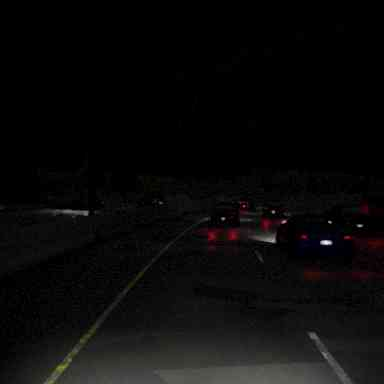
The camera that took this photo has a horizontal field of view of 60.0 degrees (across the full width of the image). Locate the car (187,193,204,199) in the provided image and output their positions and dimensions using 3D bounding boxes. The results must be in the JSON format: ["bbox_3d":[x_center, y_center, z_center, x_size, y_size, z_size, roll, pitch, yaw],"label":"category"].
[{"bbox_3d":[0.822,1.018,80.035,1.895,1.301,4.718,0,0,30],"label":"car"}]

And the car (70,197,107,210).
[{"bbox_3d":[-12.024,1.362,39.895,1.882,1.535,5.008,0,0,15],"label":"car"}]

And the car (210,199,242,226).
[{"bbox_3d":[2.350,1.469,23.123,1.812,1.442,4.674,0,1,10],"label":"car"}]

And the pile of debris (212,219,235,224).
[{"bbox_3d":[2.290,2.121,24.067,1.500,0.140,1.860,0,0,10],"label":"pile of debris"}]

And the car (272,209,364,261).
[{"bbox_3d":[4.375,1.541,12.331,1.994,1.385,4.181,0,0,6],"label":"car"}]

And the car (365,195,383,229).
[{"bbox_3d":[12.616,1.191,21.196,2.150,2.045,5.566,0,0,10],"label":"car"}]

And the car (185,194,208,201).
[{"bbox_3d":[0.395,1.359,55.139,2.128,1.511,4.902,0,0,22],"label":"car"}]

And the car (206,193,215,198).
[{"bbox_3d":[3.867,0.957,78.310,1.812,1.442,4.674,0,0,30],"label":"car"}]

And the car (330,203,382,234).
[{"bbox_3d":[8.711,1.494,18.865,1.812,1.442,4.674,0,0,8],"label":"car"}]

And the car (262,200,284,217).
[{"bbox_3d":[7.221,1.466,29.668,1.812,1.442,4.674,0,0,13],"label":"car"}]

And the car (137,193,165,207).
[{"bbox_3d":[-5.861,1.095,48.300,2.150,2.045,5.566,0,0,19],"label":"car"}]

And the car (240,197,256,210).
[{"bbox_3d":[6.850,1.415,41.458,1.837,1.490,4.892,0,0,17],"label":"car"}]

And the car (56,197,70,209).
[{"bbox_3d":[-15.071,1.352,42.049,1.882,1.535,5.008,0,0,16],"label":"car"}]
